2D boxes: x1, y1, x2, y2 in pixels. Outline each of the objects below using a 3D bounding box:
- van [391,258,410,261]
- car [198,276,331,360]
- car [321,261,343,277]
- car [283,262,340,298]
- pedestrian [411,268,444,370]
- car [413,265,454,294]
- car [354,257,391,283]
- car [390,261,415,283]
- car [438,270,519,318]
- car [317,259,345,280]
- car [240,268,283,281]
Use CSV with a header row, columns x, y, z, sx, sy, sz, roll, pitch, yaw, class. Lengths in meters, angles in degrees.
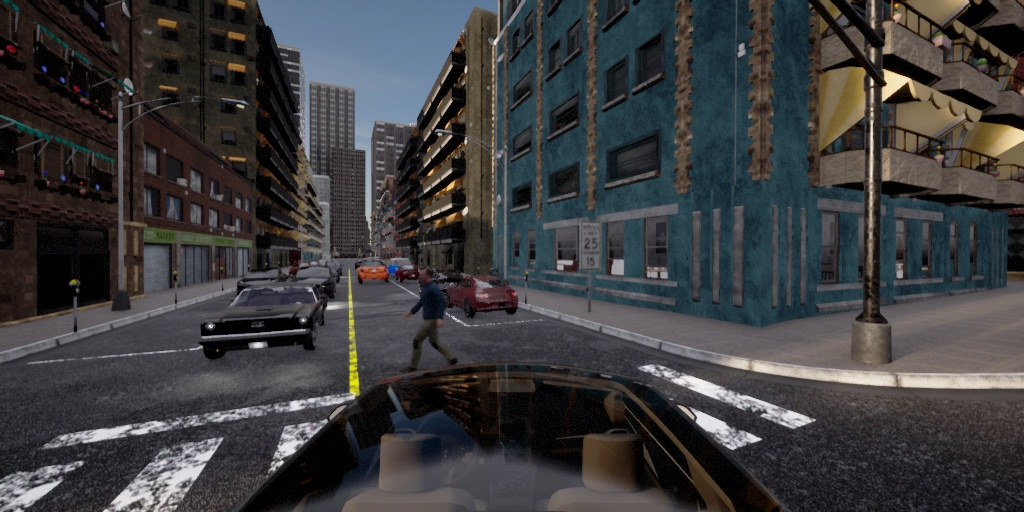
x,y,z,sx,sy,sz,roll,pitch,yaw,class
-10.331,1.090,32.967,1.690,1.789,3.998,0,0,-24,van
-5.636,1.349,8.690,1.895,1.301,4.718,0,0,-24,car
-18.339,1.255,36.705,1.837,1.490,4.892,0,0,-24,car
-9.778,1.252,17.799,1.837,1.490,4.892,0,0,-25,car
-1.430,1.043,6.062,0.375,1.860,0.375,0,1,-24,pedestrian
-3.460,1.314,17.889,1.948,1.339,4.313,0,0,-25,car
-11.032,1.100,28.257,2.097,1.767,4.553,0,0,-24,car
-8.041,1.293,27.941,1.888,1.381,4.507,0,0,-24,car
-1.169,1.330,12.863,1.802,1.307,4.207,0,0,-24,car
-14.050,1.240,27.193,2.128,1.511,4.902,0,0,-24,car
-13.382,1.313,19.451,1.948,1.339,4.313,0,0,-24,car
